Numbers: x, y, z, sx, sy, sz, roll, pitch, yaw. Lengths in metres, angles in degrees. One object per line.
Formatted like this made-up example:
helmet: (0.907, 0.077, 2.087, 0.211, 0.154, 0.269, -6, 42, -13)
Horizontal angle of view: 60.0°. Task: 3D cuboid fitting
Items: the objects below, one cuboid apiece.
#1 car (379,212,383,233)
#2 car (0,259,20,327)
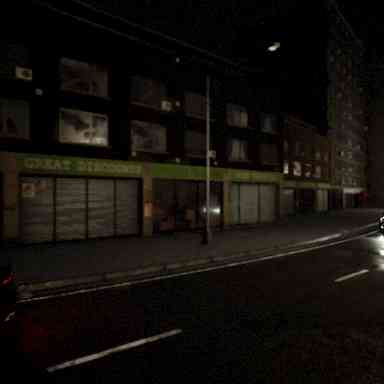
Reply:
car: (13.664, 1.720, 21.546, 2.097, 1.767, 4.553, 0, -1, 40)
car: (-5.010, 1.516, 4.334, 4.892, 1.490, 1.837, 1, -1, -36)
